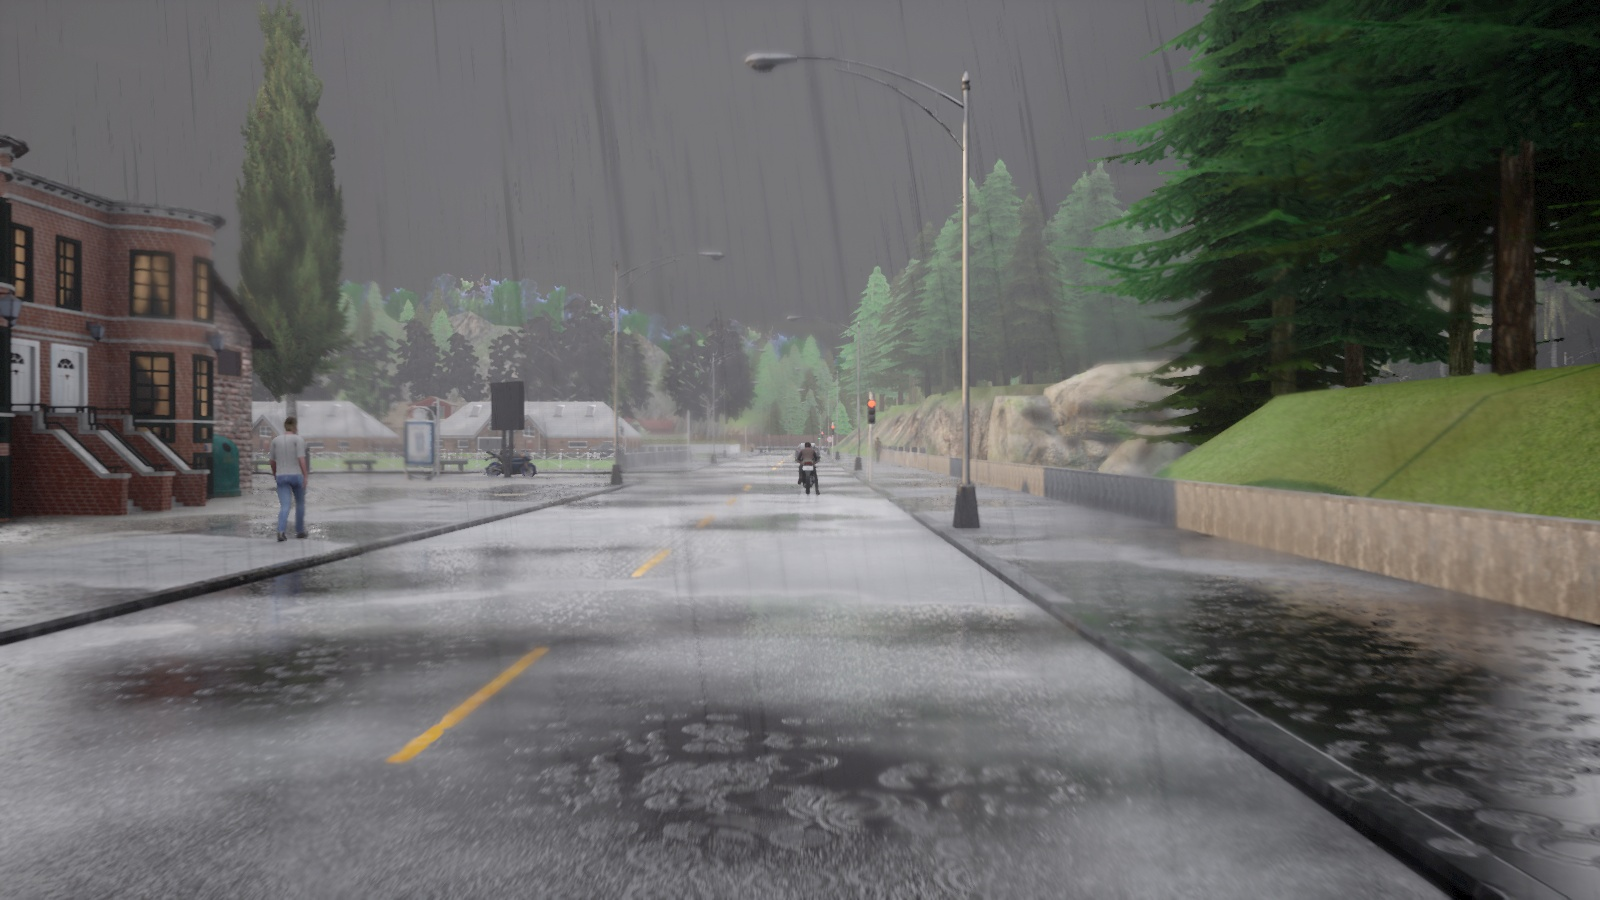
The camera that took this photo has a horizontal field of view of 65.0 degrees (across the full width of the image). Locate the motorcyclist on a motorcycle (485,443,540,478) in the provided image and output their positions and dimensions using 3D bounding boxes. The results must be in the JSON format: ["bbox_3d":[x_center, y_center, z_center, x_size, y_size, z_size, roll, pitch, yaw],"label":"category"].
[{"bbox_3d":[-12.545,0.462,54.818,2.191,1.530,0.866,0,0,0],"label":"motorcyclist on a motorcycle"}]

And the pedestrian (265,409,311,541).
[{"bbox_3d":[-7.283,0.345,17.871,0.354,1.836,0.706,0,0,1],"label":"pedestrian"}]

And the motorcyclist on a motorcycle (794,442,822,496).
[{"bbox_3d":[0.225,0.525,36.075,0.797,1.523,2.044,0,0,0],"label":"motorcyclist on a motorcycle"}]
